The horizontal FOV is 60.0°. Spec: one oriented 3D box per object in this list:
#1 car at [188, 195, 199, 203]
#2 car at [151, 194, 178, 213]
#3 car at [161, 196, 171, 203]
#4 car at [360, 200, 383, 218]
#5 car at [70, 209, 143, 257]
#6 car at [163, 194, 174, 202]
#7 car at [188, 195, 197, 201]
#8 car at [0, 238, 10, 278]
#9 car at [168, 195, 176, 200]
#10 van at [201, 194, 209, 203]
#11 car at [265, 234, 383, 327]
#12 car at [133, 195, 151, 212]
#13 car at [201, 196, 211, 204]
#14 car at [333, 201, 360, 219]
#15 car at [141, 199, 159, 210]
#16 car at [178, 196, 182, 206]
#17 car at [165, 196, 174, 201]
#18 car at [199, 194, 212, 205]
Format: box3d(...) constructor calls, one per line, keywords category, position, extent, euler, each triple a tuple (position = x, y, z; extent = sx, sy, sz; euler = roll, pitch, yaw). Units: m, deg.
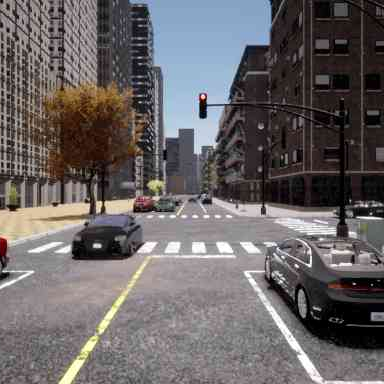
box3d(category="car", position=(0.104, 1.547, 68.661), extent=(2.128, 1.511, 4.902), euler=(0, 0, 0))
box3d(category="car", position=(-3.039, 1.372, 37.555), extent=(2.097, 1.767, 4.553), euler=(0, 0, 0))
box3d(category="car", position=(-5.581, 1.627, 72.487), extent=(1.947, 1.339, 4.313), euler=(0, 0, 0))
box3d(category="car", position=(14.773, 1.345, 23.769), extent=(4.181, 1.385, 1.994), euler=(-1, 0, 0))
box3d(category="car", position=(-3.082, 1.566, 12.810), extent=(1.994, 1.385, 4.181), euler=(0, 0, 0))
box3d(category="car", position=(-5.573, 1.386, 78.009), extent=(2.192, 1.841, 5.009), euler=(0, 0, 0))
box3d(category="car", position=(0.121, 1.462, 79.084), extent=(2.033, 1.411, 5.357), euler=(0, 0, 0))
box3d(category="car", position=(-5.682, 1.545, 6.961), extent=(1.887, 1.381, 4.507), euler=(0, 0, 0))
box3d(category="car", position=(-5.547, 1.654, 94.578), extent=(2.008, 1.369, 4.403), euler=(0, 0, 0))
box3d(category="van", position=(2.799, 1.402, 72.474), extent=(1.690, 1.788, 3.998), euler=(0, 0, 0))
box3d(category="car", position=(2.698, 1.551, 6.948), extent=(2.008, 1.369, 4.403), euler=(0, 0, 0))
box3d(category="car", position=(-5.633, 1.336, 39.349), extent=(2.192, 1.841, 5.009), euler=(0, 0, 0))
box3d(category="car", position=(2.792, 1.578, 67.120), extent=(1.752, 1.417, 4.829), euler=(0, 0, 0))
box3d(category="car", position=(13.465, 1.350, 26.337), extent=(4.403, 1.369, 2.008), euler=(-1, 1, 0))
box3d(category="car", position=(-5.624, 1.592, 44.872), extent=(1.947, 1.339, 4.313), euler=(0, 0, 0))
box3d(category="car", position=(-3.009, 1.637, 54.033), extent=(1.895, 1.301, 4.718), euler=(0, 0, 0))
box3d(category="car", position=(-5.564, 1.632, 83.532), extent=(2.008, 1.369, 4.403), euler=(0, 0, 0))
box3d(category="car", position=(2.783, 1.611, 61.427), extent=(1.947, 1.339, 4.313), euler=(0, 0, 0))
